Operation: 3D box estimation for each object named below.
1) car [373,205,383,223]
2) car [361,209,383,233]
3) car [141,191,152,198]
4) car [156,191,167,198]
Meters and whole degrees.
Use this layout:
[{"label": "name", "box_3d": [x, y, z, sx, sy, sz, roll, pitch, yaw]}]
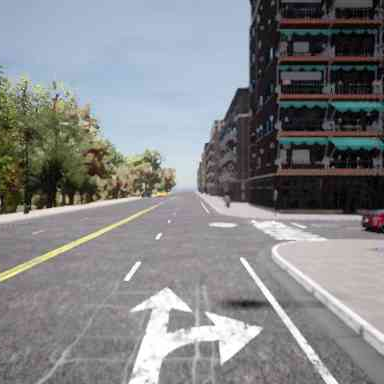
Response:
[{"label": "car", "box_3d": [16.287, 1.667, 25.102, 4.206, 1.307, 1.802, 1, 0, 0]}, {"label": "car", "box_3d": [12.201, 1.639, 19.407, 4.181, 1.385, 1.994, 1, 0, 0]}, {"label": "car", "box_3d": [-9.784, 0.581, 71.562, 1.837, 1.490, 4.892, 0, 0, 0]}, {"label": "car", "box_3d": [-6.534, 0.559, 71.563, 1.882, 1.535, 5.008, 0, 0, 0]}]
